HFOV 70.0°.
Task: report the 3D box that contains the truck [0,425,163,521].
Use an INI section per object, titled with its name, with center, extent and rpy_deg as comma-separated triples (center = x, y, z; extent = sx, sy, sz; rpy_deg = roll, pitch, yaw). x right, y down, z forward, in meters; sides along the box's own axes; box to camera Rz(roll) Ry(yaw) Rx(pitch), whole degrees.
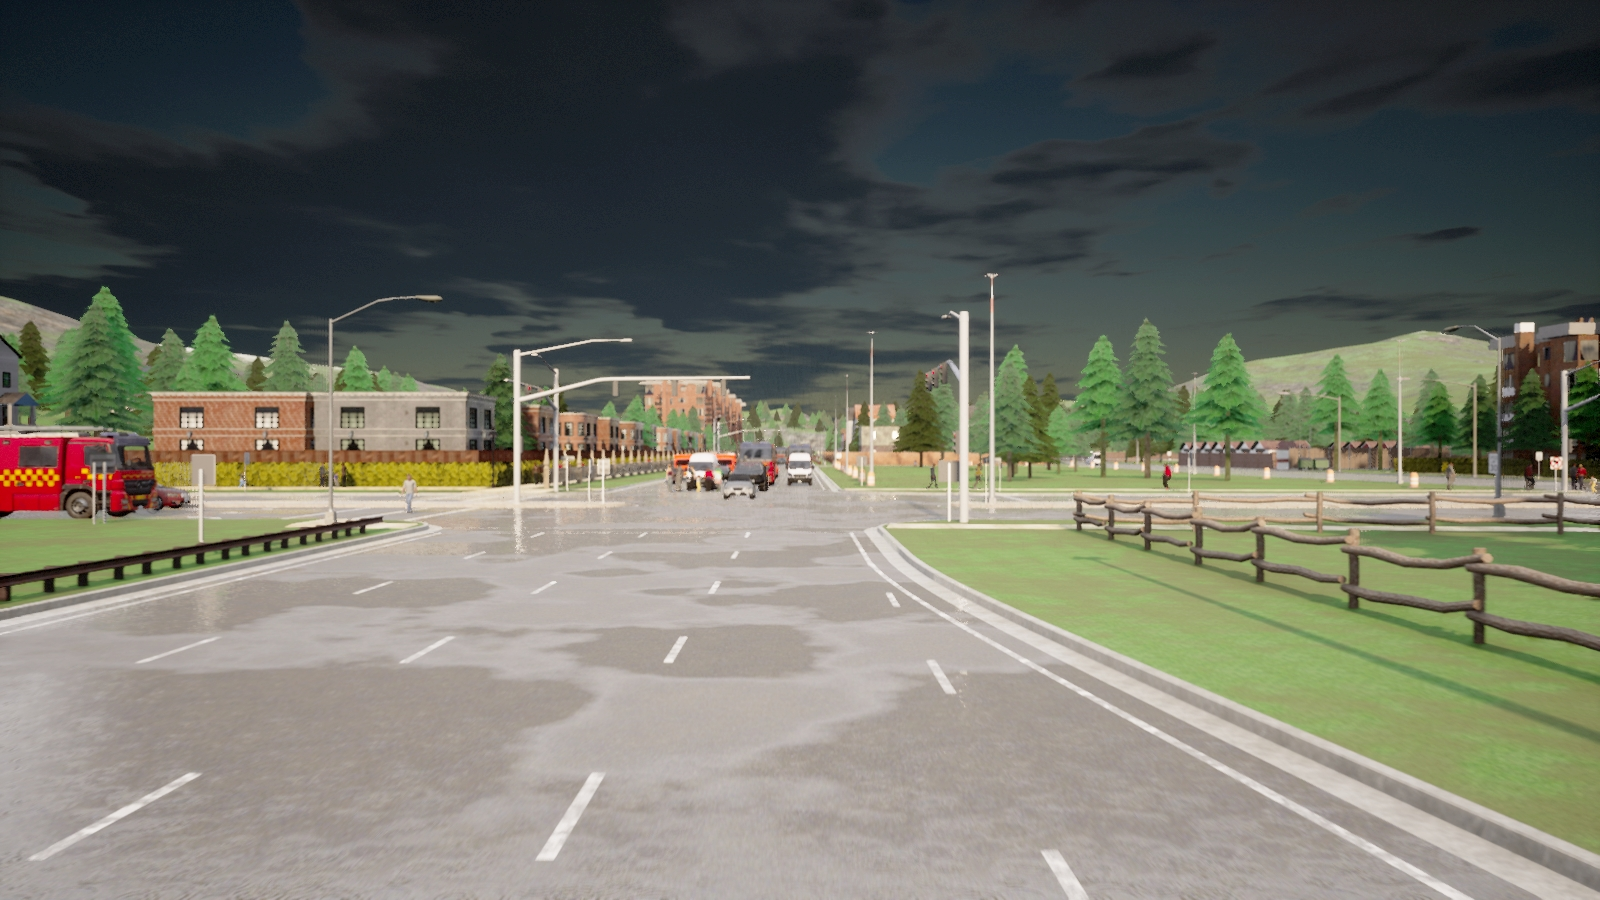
[truck]
center = -31.281, 0.927, 47.113
extent = 8.468, 3.827, 2.891
rpy_deg = 0, 0, 1

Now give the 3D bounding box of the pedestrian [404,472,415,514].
[pedestrian]
center = -17.248, 1.891, 50.466
extent = 0.375, 1.860, 0.375
rpy_deg = 0, 0, -4

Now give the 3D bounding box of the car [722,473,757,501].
[car]
center = -3.506, 2.121, 66.503
extent = 1.816, 1.474, 4.193
rpy_deg = 0, 0, 0
